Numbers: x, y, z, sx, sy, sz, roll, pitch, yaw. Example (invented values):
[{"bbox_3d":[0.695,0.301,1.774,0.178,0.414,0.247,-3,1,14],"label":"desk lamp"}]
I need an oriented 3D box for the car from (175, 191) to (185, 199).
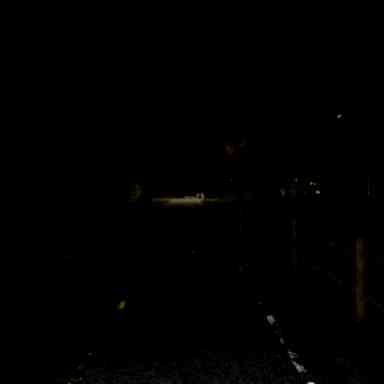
[{"bbox_3d":[-2.741,0.664,76.339,2.097,1.767,4.553,0,0,0],"label":"car"}]
